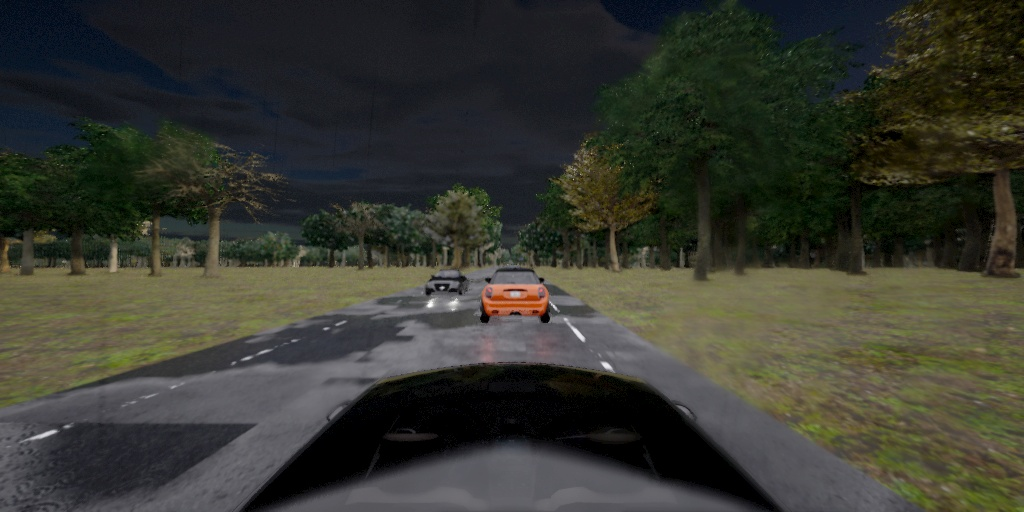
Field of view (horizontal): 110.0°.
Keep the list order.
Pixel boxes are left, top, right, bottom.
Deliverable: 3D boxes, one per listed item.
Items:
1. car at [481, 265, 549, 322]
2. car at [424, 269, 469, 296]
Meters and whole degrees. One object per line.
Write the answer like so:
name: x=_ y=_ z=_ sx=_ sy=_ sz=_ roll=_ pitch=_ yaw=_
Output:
car: x=0.100 y=1.181 z=12.790 sx=2.097 sy=1.767 sz=4.553 roll=0 pitch=-1 yaw=0
car: x=-3.600 y=1.462 z=20.450 sx=1.994 sy=1.385 sz=4.181 roll=0 pitch=-1 yaw=0
